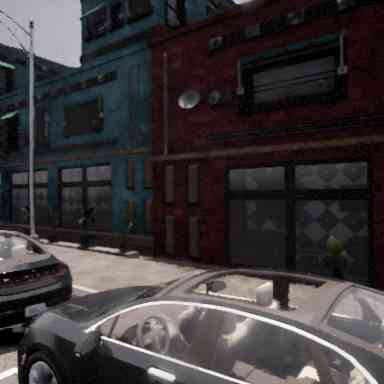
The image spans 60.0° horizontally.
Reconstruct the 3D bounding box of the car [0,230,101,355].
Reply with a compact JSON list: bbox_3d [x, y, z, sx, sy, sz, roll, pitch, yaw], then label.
[{"bbox_3d":[-4.269,1.452,6.298,4.892,1.521,2.231,0,0,36],"label":"car"}]
